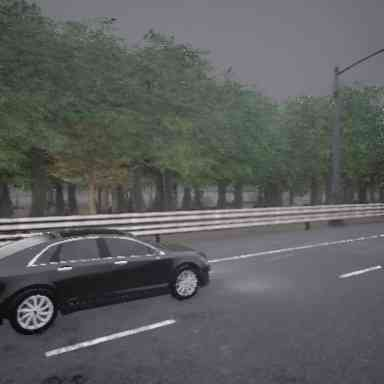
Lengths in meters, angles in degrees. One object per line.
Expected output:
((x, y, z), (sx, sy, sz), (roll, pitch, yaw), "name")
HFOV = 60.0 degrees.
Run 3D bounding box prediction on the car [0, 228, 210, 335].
((-1.843, 1.501, 6.748), (4.892, 1.490, 1.837), (0, 0, -35), "car")
